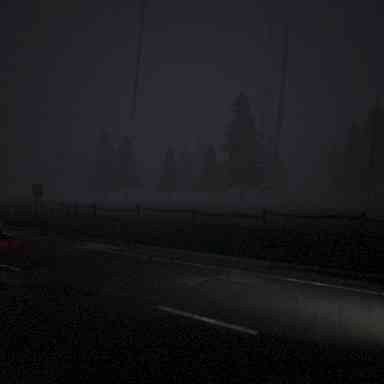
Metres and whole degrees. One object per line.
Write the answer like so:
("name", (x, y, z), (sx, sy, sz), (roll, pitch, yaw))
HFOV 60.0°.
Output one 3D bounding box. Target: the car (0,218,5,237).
("car", (-11.015, 1.494, 16.541), (4.674, 1.442, 1.812), (0, 0, 38))
